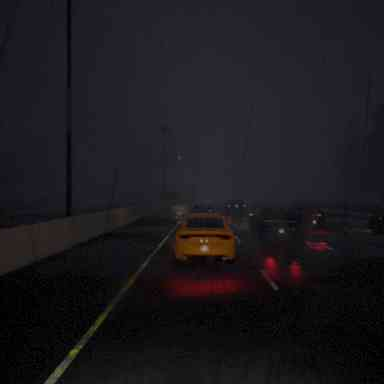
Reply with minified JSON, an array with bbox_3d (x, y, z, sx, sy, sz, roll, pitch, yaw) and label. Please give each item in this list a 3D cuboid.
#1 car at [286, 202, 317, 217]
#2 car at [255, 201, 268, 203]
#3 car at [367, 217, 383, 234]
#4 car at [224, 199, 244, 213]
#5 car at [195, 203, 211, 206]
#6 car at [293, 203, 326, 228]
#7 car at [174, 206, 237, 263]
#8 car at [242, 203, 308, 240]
[{"bbox_3d":[11.694,1.833,35.794,1.895,1.301,4.718,0,0,2],"label":"car"},{"bbox_3d":[8.332,1.767,40.168,1.812,1.442,4.674,0,0,2],"label":"car"},{"bbox_3d":[11.107,1.655,16.992,2.033,1.411,5.357,0,0,2],"label":"car"},{"bbox_3d":[4.721,1.550,36.732,2.097,1.767,4.553,0,0,2],"label":"car"},{"bbox_3d":[1.071,1.748,32.046,1.895,1.301,4.718,0,0,2],"label":"car"},{"bbox_3d":[7.806,1.637,23.390,1.837,1.490,4.892,0,0,2],"label":"car"},{"bbox_3d":[0.448,1.497,12.069,1.882,1.535,5.008,0,0,2],"label":"car"},{"bbox_3d":[4.115,1.562,17.376,2.128,1.511,4.902,0,0,2],"label":"car"}]
